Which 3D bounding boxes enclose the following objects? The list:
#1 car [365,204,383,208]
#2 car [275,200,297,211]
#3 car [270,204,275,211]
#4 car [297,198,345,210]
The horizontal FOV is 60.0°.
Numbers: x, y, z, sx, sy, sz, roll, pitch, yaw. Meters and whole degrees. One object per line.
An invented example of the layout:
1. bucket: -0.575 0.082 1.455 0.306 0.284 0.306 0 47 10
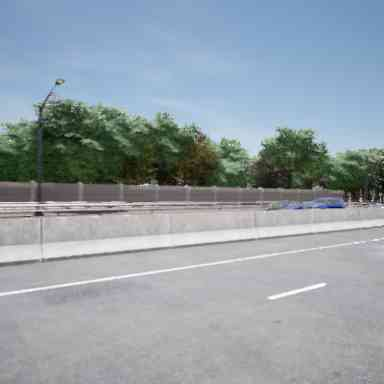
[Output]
1. car: 19.422 2.011 35.120 4.181 1.385 1.994 1 -1 -36
2. car: 12.244 1.923 38.590 4.674 1.442 1.812 1 -1 -36
3. car: 12.097 1.780 42.782 4.553 1.767 2.097 1 -1 -35
4. car: 14.183 1.618 35.676 5.566 2.045 2.150 1 -1 -36
